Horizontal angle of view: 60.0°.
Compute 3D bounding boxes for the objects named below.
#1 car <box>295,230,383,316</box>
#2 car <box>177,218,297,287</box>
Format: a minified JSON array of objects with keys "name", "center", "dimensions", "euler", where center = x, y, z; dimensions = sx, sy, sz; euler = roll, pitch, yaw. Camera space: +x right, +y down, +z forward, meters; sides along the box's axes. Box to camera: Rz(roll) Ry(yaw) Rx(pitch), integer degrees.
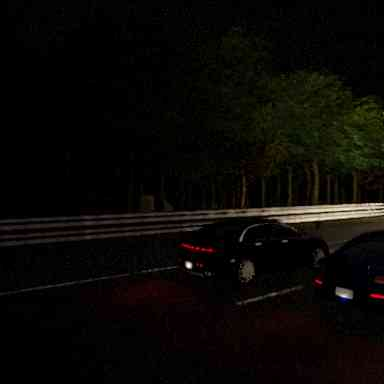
[{"name":"car","center":[4.417,1.521,6.896],"dimensions":[4.674,1.442,1.812],"euler":[0,0,-35]},{"name":"car","center":[1.886,1.501,9.388],"dimensions":[4.892,1.490,1.837],"euler":[0,0,-35]}]
